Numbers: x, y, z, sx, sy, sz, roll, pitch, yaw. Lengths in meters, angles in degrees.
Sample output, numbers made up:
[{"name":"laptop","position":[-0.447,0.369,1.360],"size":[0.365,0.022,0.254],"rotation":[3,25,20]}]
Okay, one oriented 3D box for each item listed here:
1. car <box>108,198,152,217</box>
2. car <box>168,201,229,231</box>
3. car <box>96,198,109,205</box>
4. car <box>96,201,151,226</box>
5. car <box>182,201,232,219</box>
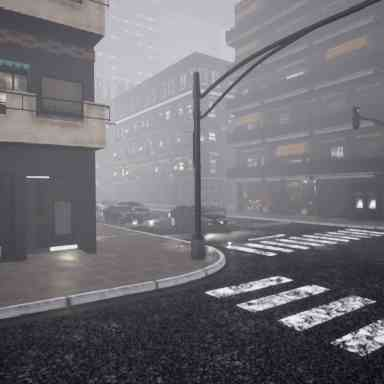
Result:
[{"name":"car","position":[-5.274,1.540,28.909],"size":[1.837,1.490,4.892],"rotation":[-1,1,-36]},{"name":"car","position":[0.295,1.534,21.233],"size":[1.837,1.490,4.892],"rotation":[-1,1,-36]},{"name":"car","position":[-11.352,1.568,37.303],"size":[1.812,1.442,4.674],"rotation":[-1,1,-36]},{"name":"car","position":[-5.155,1.632,24.549],"size":[1.947,1.339,4.313],"rotation":[-1,1,-36]},{"name":"car","position":[1.223,1.512,29.176],"size":[2.008,1.369,4.403],"rotation":[-1,1,-36]}]
